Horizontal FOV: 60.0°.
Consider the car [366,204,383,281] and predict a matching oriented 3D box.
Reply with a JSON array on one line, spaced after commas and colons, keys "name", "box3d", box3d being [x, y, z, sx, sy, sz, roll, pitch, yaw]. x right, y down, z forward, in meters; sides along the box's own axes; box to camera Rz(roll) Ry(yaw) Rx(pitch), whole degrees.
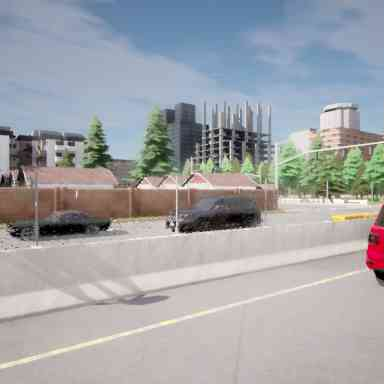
[{"name": "car", "box3d": [6.663, 1.222, 8.490, 5.566, 2.045, 2.150, 0, 0, -36]}]

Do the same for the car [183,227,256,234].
[{"name": "car", "box3d": [1.300, 1.221, 17.802, 5.566, 2.045, 2.150, 0, 0, -35]}]
